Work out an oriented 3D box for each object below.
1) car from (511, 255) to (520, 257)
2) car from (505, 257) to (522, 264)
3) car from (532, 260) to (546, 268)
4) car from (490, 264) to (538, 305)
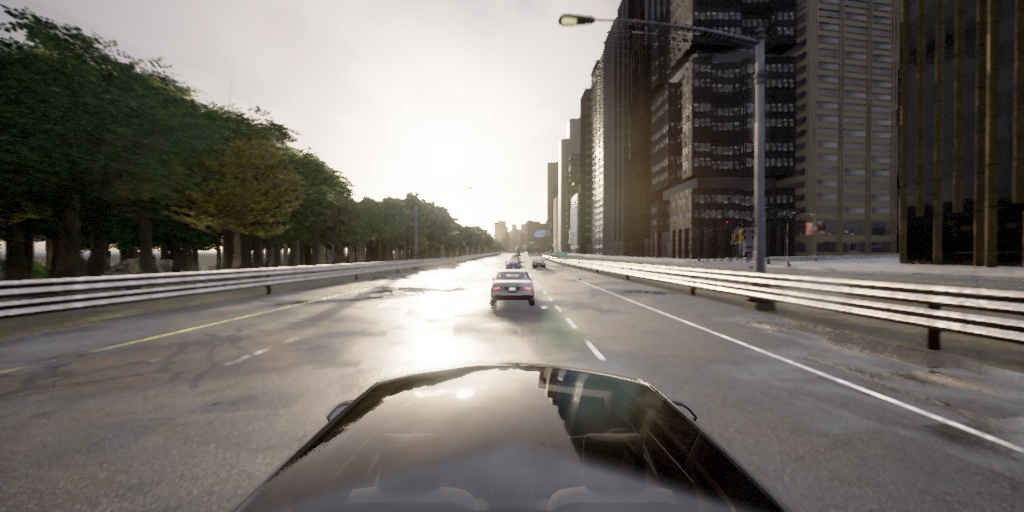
[{"bbox_3d":[0.392,1.016,62.567,1.837,1.490,4.892,0,0,1],"label":"car"},{"bbox_3d":[0.190,1.137,44.038,1.812,1.442,4.674,0,0,0],"label":"car"},{"bbox_3d":[3.875,1.165,52.822,1.895,1.301,4.718,0,0,1],"label":"car"},{"bbox_3d":[0.021,1.285,16.070,2.033,1.411,5.357,0,0,0],"label":"car"}]
